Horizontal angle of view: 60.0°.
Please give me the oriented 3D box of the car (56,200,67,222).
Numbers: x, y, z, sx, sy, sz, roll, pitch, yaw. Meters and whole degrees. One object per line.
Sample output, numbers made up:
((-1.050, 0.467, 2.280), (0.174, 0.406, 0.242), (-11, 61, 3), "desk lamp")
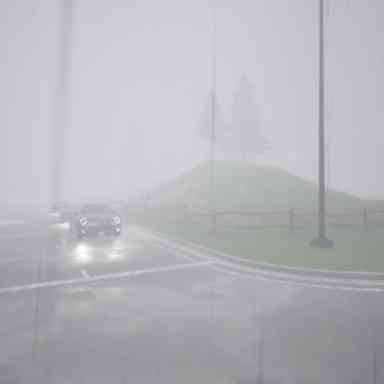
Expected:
((-9.508, 1.618, 26.698), (1.994, 1.385, 4.181), (0, 0, -25), "car")

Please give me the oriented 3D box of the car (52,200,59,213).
((-14.829, 1.642, 37.797), (1.994, 1.385, 4.181), (0, 0, -25), "car")

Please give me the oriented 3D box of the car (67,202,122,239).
((-5.219, 1.386, 17.749), (2.097, 1.767, 4.553), (0, 0, -26), "car")
